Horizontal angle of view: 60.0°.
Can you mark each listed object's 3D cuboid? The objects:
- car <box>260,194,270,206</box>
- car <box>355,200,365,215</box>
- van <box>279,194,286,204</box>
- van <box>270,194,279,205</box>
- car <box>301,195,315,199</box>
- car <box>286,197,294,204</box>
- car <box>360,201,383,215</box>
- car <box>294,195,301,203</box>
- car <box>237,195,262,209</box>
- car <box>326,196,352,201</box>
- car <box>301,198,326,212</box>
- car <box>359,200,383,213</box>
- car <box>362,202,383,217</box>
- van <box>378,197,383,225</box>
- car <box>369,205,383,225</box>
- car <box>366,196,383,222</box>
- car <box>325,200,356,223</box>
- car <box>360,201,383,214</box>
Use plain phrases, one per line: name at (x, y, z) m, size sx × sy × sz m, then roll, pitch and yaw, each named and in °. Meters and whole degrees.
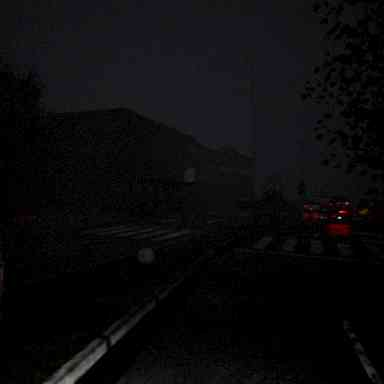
car at (10.207, 1.508, 51.644) m, size 2.163 × 1.488 × 4.792 m, roll 2°, pitch 1°, yaw 28°
car at (19.811, 1.860, 33.644) m, size 5.366 × 1.575 × 1.946 m, roll 2°, pitch 1°, yaw 24°
van at (15.390, 1.293, 61.346) m, size 1.878 × 1.987 × 4.442 m, roll 1°, pitch 0°, yaw 30°
van at (12.739, 1.265, 56.483) m, size 1.878 × 1.987 × 4.442 m, roll 1°, pitch 0°, yaw 29°
car at (27.010, 1.632, 80.329) m, size 2.435 × 2.045 × 5.566 m, roll 1°, pitch -1°, yaw 34°
car at (18.222, 1.615, 66.257) m, size 2.002 × 1.452 × 4.674 m, roll 1°, pitch 0°, yaw 31°
car at (22.232, 1.906, 38.542) m, size 4.792 × 1.488 × 2.163 m, roll 2°, pitch 1°, yaw 26°
car at (21.066, 1.693, 71.013) m, size 2.002 × 1.452 × 4.674 m, roll 1°, pitch 0°, yaw 32°
car at (7.775, 1.467, 46.719) m, size 2.097 × 1.535 × 5.008 m, roll 2°, pitch 1°, yaw 26°
car at (17.967, 1.502, 40.453) m, size 2.150 × 2.045 × 5.566 m, roll 2°, pitch 1°, yaw 26°
car at (15.195, 1.805, 41.606) m, size 1.895 × 1.301 × 4.718 m, roll 2°, pitch 1°, yaw 26°
car at (24.634, 1.882, 43.447) m, size 4.892 × 1.521 × 2.231 m, roll 2°, pitch 1°, yaw 27°
car at (21.108, 1.914, 36.053) m, size 4.674 × 1.452 × 2.002 m, roll 2°, pitch 1°, yaw 25°
van at (14.663, 1.592, 21.122) m, size 4.442 × 1.987 × 1.878 m, roll 2°, pitch 0°, yaw 22°
car at (16.772, 1.875, 26.171) m, size 4.792 × 1.488 × 2.163 m, roll 2°, pitch 0°, yaw 23°
car at (15.811, 1.585, 23.620) m, size 5.566 × 2.045 × 2.435 m, roll 2°, pitch 0°, yaw 22°
car at (12.394, 1.744, 27.962) m, size 1.837 × 1.490 × 4.892 m, roll 2°, pitch 0°, yaw 23°
car at (23.462, 1.910, 40.978) m, size 4.792 × 1.488 × 2.163 m, roll 2°, pitch 1°, yaw 26°
